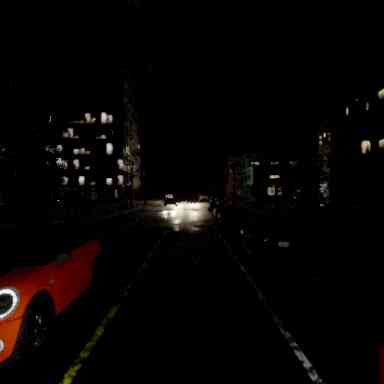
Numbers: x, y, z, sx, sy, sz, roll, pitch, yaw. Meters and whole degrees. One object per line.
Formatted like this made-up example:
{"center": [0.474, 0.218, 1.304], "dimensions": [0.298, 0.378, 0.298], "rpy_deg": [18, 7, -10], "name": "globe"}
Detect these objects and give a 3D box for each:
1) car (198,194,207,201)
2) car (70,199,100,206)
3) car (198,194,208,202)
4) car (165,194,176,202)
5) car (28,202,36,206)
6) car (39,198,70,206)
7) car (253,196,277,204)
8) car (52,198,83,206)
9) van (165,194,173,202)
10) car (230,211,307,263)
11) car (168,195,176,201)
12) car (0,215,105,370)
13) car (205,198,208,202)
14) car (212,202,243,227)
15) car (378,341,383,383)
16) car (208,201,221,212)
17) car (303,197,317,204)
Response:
{"center": [2.729, 1.470, 88.589], "dimensions": [2.192, 1.841, 5.009], "rpy_deg": [1, 0, 0], "name": "car"}
{"center": [-17.412, 1.765, 55.412], "dimensions": [4.206, 1.307, 1.802], "rpy_deg": [-1, -1, 1], "name": "car"}
{"center": [2.724, 1.578, 77.241], "dimensions": [1.967, 1.590, 4.097], "rpy_deg": [1, 0, 0], "name": "car"}
{"center": [-2.989, 1.270, 47.386], "dimensions": [2.128, 1.511, 4.902], "rpy_deg": [0, 0, 0], "name": "car"}
{"center": [-28.609, 1.817, 55.523], "dimensions": [4.829, 1.417, 1.752], "rpy_deg": [-1, -1, 1], "name": "car"}
{"center": [-23.096, 1.679, 55.469], "dimensions": [4.097, 1.590, 1.967], "rpy_deg": [-1, -1, 1], "name": "car"}
{"center": [12.698, 1.430, 57.814], "dimensions": [4.181, 1.385, 1.994], "rpy_deg": [-1, -1, 1], "name": "car"}
{"center": [-21.800, 1.805, 58.152], "dimensions": [4.718, 1.301, 1.895], "rpy_deg": [-1, -1, 1], "name": "car"}
{"center": [-5.653, 1.488, 82.879], "dimensions": [1.690, 1.788, 3.998], "rpy_deg": [1, 0, 0], "name": "van"}
{"center": [2.706, 1.591, 11.893], "dimensions": [1.947, 1.339, 4.313], "rpy_deg": [1, 0, 0], "name": "car"}
{"center": [-5.654, 1.689, 94.056], "dimensions": [1.752, 1.417, 4.829], "rpy_deg": [1, 0, 0], "name": "car"}
{"center": [-3.098, 1.365, 5.924], "dimensions": [2.097, 1.767, 4.553], "rpy_deg": [0, 0, 0], "name": "car"}
{"center": [2.836, 1.659, 39.278], "dimensions": [1.802, 1.307, 4.206], "rpy_deg": [1, 0, 0], "name": "car"}
{"center": [2.708, 1.612, 22.848], "dimensions": [1.947, 1.339, 4.313], "rpy_deg": [1, 0, 0], "name": "car"}
{"center": [2.707, 1.317, 0.939], "dimensions": [2.192, 1.841, 5.009], "rpy_deg": [1, 0, 0], "name": "car"}
{"center": [2.710, 1.607, 28.326], "dimensions": [2.008, 1.369, 4.403], "rpy_deg": [1, 0, 0], "name": "car"}
{"center": [20.697, 1.342, 55.039], "dimensions": [4.829, 1.417, 1.752], "rpy_deg": [-1, -1, 1], "name": "car"}
